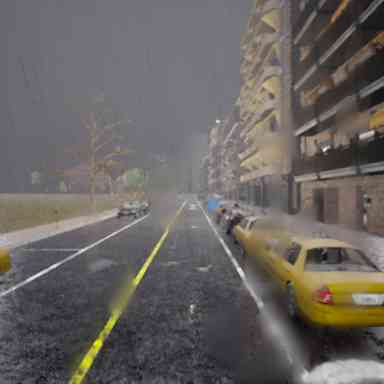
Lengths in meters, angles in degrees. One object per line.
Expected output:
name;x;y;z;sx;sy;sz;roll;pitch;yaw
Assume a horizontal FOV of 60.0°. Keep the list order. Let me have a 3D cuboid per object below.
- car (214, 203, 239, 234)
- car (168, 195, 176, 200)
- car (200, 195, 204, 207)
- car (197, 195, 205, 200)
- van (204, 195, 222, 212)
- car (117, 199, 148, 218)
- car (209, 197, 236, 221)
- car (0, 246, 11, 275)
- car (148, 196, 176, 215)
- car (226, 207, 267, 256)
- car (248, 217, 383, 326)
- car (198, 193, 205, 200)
car;2.548;1.524;18.292;2.008;1.369;4.403;1;0;0
car;-5.433;1.435;91.201;2.008;1.369;4.403;1;0;0
car;2.509;1.501;46.597;1.947;1.339;4.313;1;0;0
car;2.447;1.428;91.885;1.887;1.381;4.507;1;0;0
van;2.527;1.290;35.275;1.690;1.788;3.998;1;0;0
car;-5.347;1.509;29.008;2.008;1.369;4.403;1;0;0
car;2.542;1.405;23.953;1.967;1.590;4.097;1;0;0
car;-5.315;1.516;6.222;1.752;1.417;4.829;1;0;0
car;-2.796;1.449;33.405;2.128;1.511;4.902;0;0;0
car;2.556;1.506;12.801;1.752;1.417;4.829;1;0;0
car;2.564;1.515;7.140;1.752;1.417;4.829;1;0;0
car;2.457;1.204;86.224;2.192;1.841;5.009;1;0;0
